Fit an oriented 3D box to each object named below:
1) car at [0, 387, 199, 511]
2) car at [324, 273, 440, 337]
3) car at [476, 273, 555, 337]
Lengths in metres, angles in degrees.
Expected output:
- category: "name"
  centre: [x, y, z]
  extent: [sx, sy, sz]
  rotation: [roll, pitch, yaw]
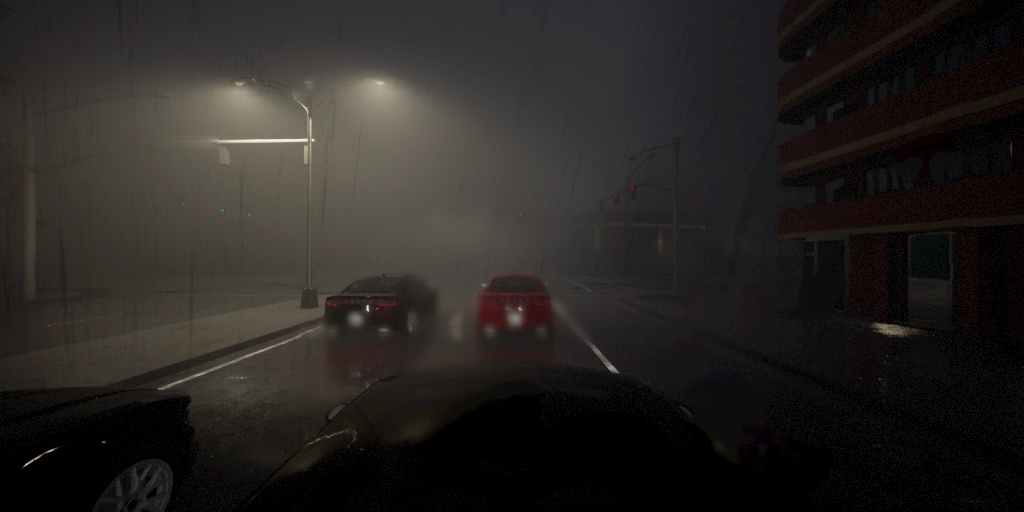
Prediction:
- category: "car"
  centre: [-3.408, 1.228, 0.753]
  extent: [1.882, 1.535, 5.008]
  rotation: [0, 0, 0]
- category: "car"
  centre: [-3.396, 1.228, 10.327]
  extent: [1.882, 1.535, 5.008]
  rotation: [0, 0, 0]
- category: "car"
  centre: [0.109, 1.228, 10.341]
  extent: [1.882, 1.535, 5.008]
  rotation: [0, 0, 1]
